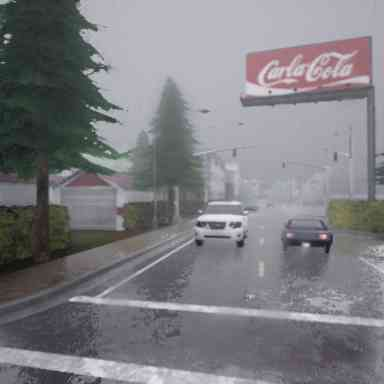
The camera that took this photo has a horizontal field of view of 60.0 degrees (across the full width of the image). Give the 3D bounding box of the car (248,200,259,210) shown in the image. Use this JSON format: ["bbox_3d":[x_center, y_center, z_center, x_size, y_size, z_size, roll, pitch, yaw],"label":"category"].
[{"bbox_3d":[12.181,2.509,65.745,2.097,1.767,4.553,0,-1,12],"label":"car"}]

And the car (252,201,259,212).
[{"bbox_3d":[9.284,2.509,52.487,1.895,1.301,4.718,0,-1,12],"label":"car"}]

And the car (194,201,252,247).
[{"bbox_3d":[1.646,1.476,16.662,2.150,2.045,5.566,0,-2,12],"label":"car"}]

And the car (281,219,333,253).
[{"bbox_3d":[5.026,1.846,14.775,1.895,1.301,4.718,0,-3,18],"label":"car"}]

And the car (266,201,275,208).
[{"bbox_3d":[17.729,2.684,74.915,1.812,1.442,4.674,0,-1,12],"label":"car"}]
